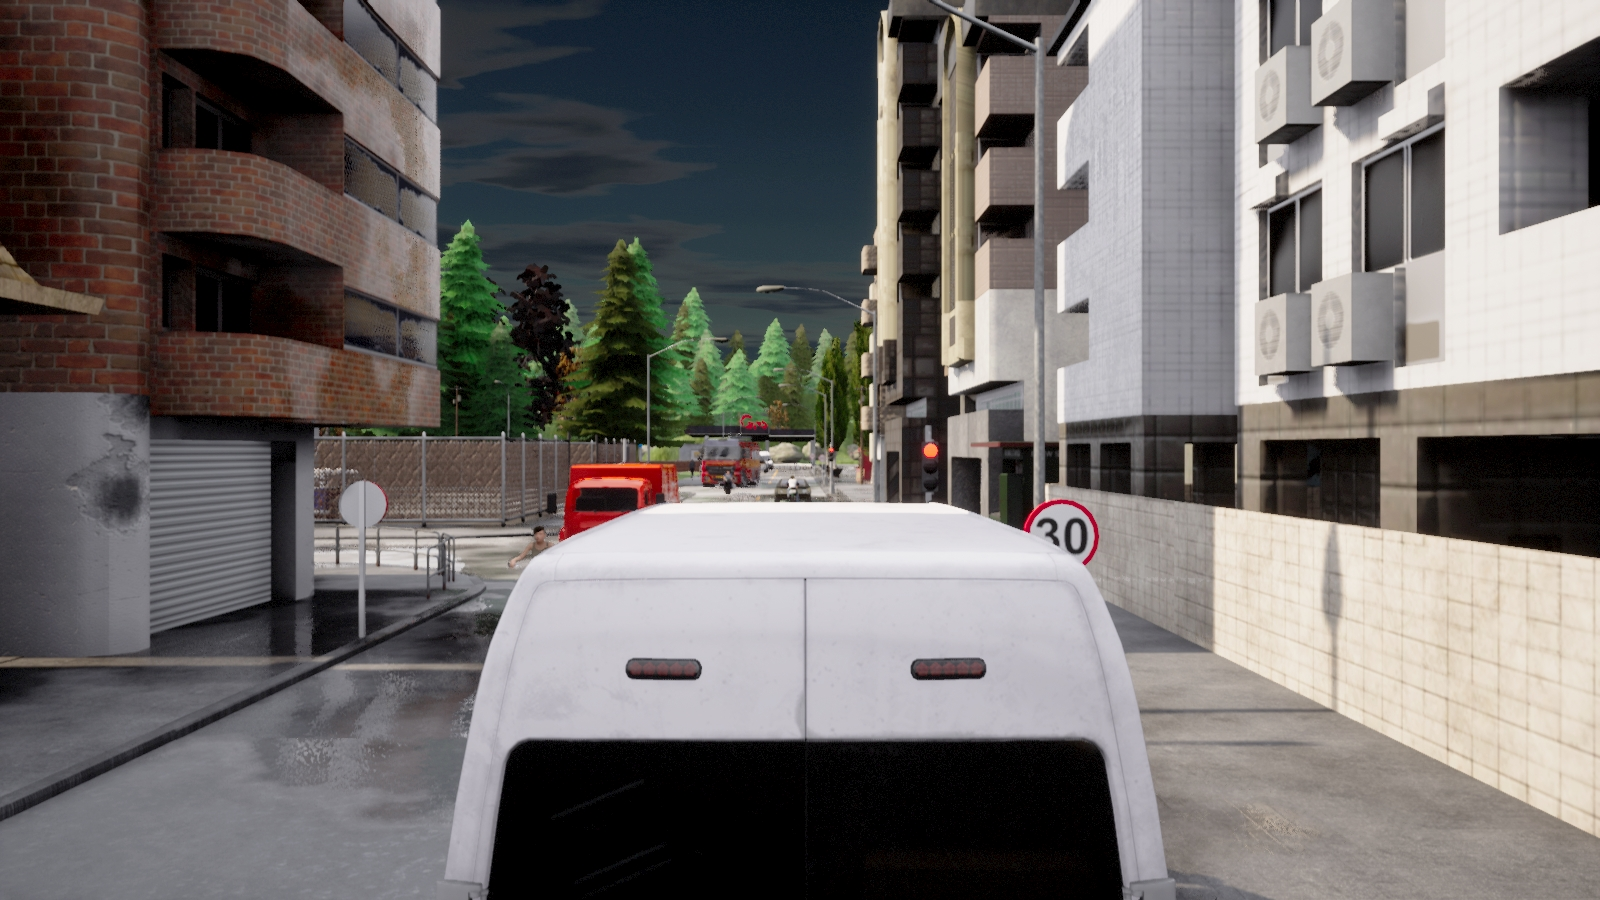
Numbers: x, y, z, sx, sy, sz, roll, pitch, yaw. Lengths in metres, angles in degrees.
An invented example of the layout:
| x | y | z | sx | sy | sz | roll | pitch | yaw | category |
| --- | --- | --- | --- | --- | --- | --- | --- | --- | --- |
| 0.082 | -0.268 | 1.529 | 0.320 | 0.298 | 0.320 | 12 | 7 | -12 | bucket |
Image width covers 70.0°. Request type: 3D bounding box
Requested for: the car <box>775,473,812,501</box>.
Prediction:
| x | y | z | sx | sy | sz | roll | pitch | yaw | category |
| --- | --- | --- | --- | --- | --- | --- | --- | --- | --- |
| -0.339 | 1.912 | 60.159 | 1.895 | 1.301 | 4.718 | 0 | 0 | 0 | car |

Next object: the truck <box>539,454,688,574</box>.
| x | y | z | sx | sy | sz | roll | pitch | yaw | category |
| --- | --- | --- | --- | --- | --- | --- | --- | --- | --- |
| -4.132 | 1.337 | 26.396 | 2.627 | 2.467 | 5.204 | 0 | 0 | 0 | truck |

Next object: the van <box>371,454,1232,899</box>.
| x | y | z | sx | sy | sz | roll | pitch | yaw | category |
| --- | --- | --- | --- | --- | --- | --- | --- | --- | --- |
| -0.009 | 1.312 | 5.597 | 1.988 | 2.561 | 5.915 | 0 | 0 | 0 | van |

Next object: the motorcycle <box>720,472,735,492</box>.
| x | y | z | sx | sy | sz | roll | pitch | yaw | category |
| --- | --- | --- | --- | --- | --- | --- | --- | --- | --- |
| -4.466 | 1.966 | 70.805 | 0.803 | 1.145 | 2.033 | 0 | 0 | 0 | motorcycle |
